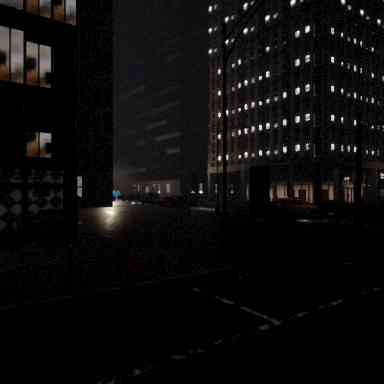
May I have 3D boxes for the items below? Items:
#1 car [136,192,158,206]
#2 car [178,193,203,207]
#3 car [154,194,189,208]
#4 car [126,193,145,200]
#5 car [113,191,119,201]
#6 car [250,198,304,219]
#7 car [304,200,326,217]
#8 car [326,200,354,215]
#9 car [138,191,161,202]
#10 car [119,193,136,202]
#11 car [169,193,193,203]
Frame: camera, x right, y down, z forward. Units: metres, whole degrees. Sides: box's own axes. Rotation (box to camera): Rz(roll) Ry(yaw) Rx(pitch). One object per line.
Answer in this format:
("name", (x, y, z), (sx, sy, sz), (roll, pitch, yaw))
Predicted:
("car", (-5.459, 1.092, 44.996), (1.752, 1.417, 4.829), (1, 0, -33))
("car", (-0.492, 1.112, 42.108), (2.128, 1.511, 4.902), (0, 1, -33))
("car", (-2.509, 1.210, 40.500), (1.802, 1.307, 4.206), (1, 0, -33))
("car", (-11.540, 0.862, 67.781), (1.947, 1.339, 4.313), (1, 0, -36))
("car", (-15.008, 0.918, 58.874), (1.887, 1.381, 4.507), (1, 0, -35))
("car", (6.389, 1.398, 26.546), (1.802, 1.307, 4.206), (1, 0, -32))
("car", (8.347, 1.285, 28.179), (1.882, 1.535, 5.008), (0, 1, -32))
("car", (13.007, 1.375, 31.239), (1.802, 1.307, 4.206), (1, 0, -32))
("car", (-7.324, 0.777, 57.543), (2.097, 1.767, 4.553), (0, 1, -35))
("car", (-10.389, 1.009, 57.023), (1.994, 1.385, 4.181), (0, 1, -35))
("car", (-1.892, 0.925, 54.336), (1.967, 1.590, 4.097), (1, 0, -35))
